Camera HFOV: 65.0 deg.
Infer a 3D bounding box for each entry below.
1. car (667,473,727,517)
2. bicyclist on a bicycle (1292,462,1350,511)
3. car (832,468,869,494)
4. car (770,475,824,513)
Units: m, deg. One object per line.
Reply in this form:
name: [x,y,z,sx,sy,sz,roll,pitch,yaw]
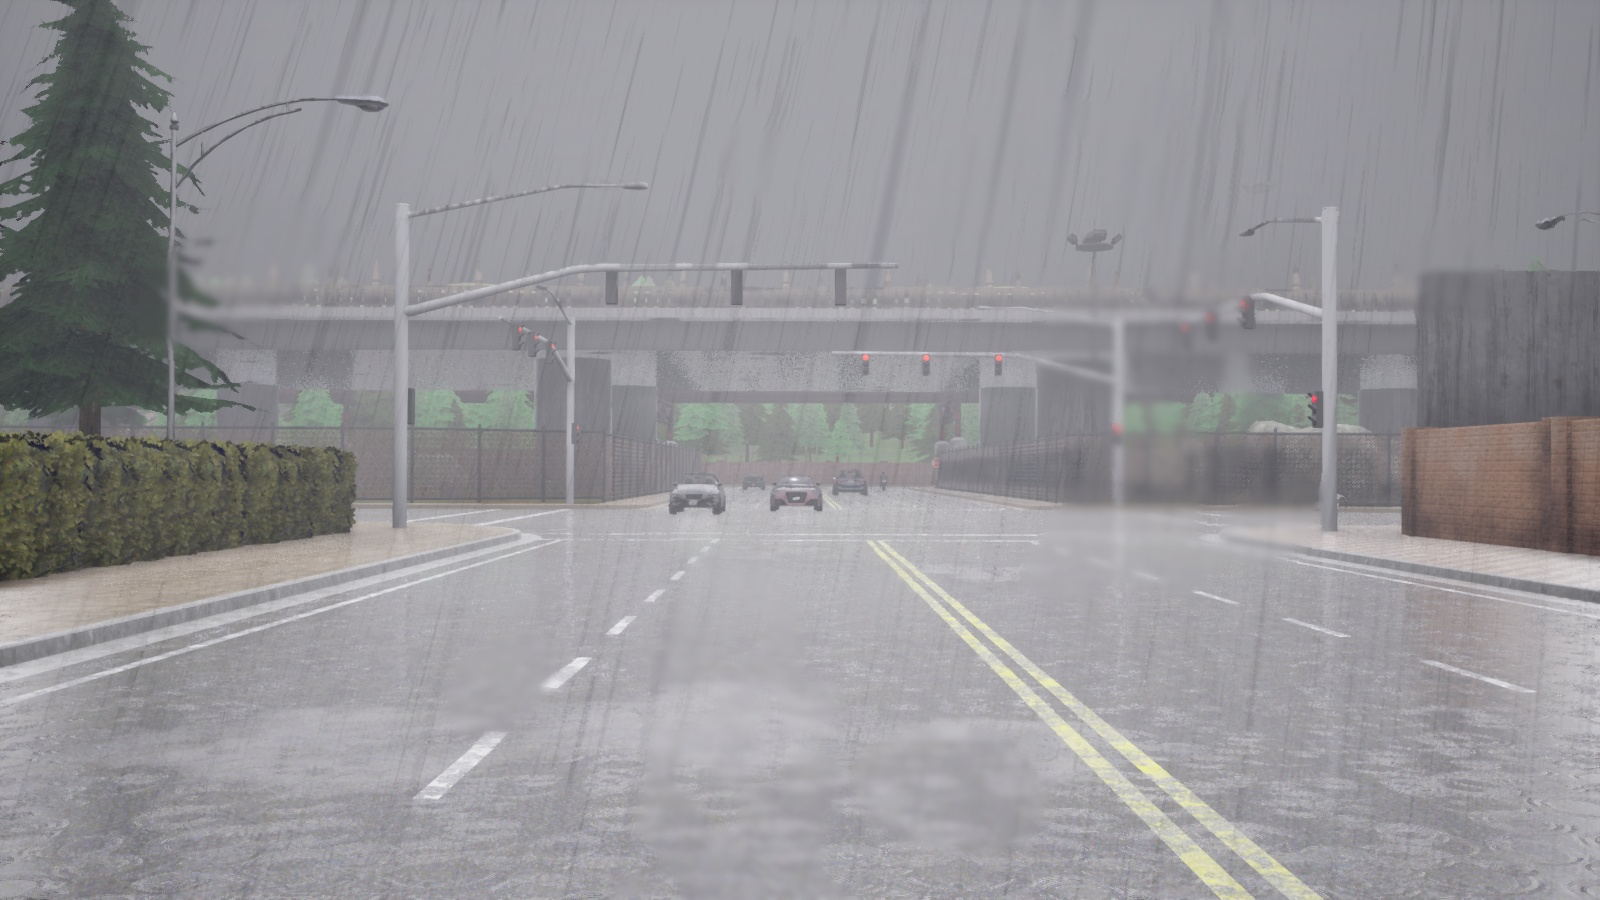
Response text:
car: [-3.612,1.565,44.738,1.816,1.474,4.193,0,-1,0]
bicyclist on a bicycle: [18.956,1.319,45.688,1.843,1.776,0.659,0,-1,0]
car: [3.293,2.032,82.748,2.242,1.667,4.611,0,-1,0]
car: [-0.122,1.665,48.563,1.994,1.385,4.181,0,-1,0]
